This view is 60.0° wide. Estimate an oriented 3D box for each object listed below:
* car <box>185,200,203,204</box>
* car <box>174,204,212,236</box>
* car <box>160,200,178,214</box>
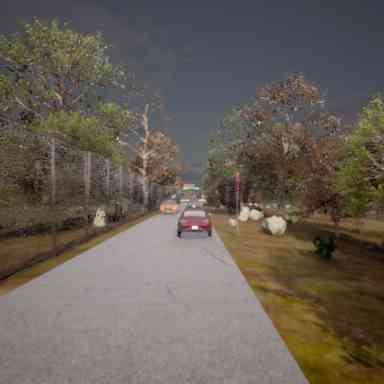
[{"bbox_3d":[0.234,1.757,40.866,2.097,1.767,4.553,0,-1,0],"label":"car"},{"bbox_3d":[0.134,1.627,18.870,1.812,1.442,4.674,0,-1,0],"label":"car"},{"bbox_3d":[-2.706,1.750,40.461,2.097,1.767,4.553,0,-1,1],"label":"car"}]
